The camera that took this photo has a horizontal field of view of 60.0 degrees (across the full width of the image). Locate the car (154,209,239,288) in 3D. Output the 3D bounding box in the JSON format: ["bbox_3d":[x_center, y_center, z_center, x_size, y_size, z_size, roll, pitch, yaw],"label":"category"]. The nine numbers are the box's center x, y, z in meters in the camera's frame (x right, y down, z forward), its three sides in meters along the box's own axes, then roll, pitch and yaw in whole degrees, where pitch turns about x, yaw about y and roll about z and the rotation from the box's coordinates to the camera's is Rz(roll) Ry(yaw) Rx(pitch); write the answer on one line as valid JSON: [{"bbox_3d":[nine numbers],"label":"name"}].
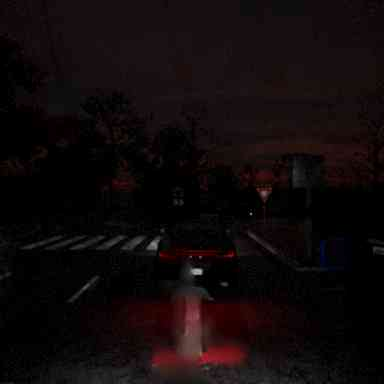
[{"bbox_3d":[0.098,1.471,9.242,1.882,1.535,5.008,0,0,0],"label":"car"}]

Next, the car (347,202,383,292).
[{"bbox_3d":[6.028,1.230,7.143,5.566,2.045,2.435,1,0,-20],"label":"car"}]

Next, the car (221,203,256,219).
[{"bbox_3d":[4.628,1.868,33.927,1.837,1.490,4.892,3,-2,-24],"label":"car"}]
